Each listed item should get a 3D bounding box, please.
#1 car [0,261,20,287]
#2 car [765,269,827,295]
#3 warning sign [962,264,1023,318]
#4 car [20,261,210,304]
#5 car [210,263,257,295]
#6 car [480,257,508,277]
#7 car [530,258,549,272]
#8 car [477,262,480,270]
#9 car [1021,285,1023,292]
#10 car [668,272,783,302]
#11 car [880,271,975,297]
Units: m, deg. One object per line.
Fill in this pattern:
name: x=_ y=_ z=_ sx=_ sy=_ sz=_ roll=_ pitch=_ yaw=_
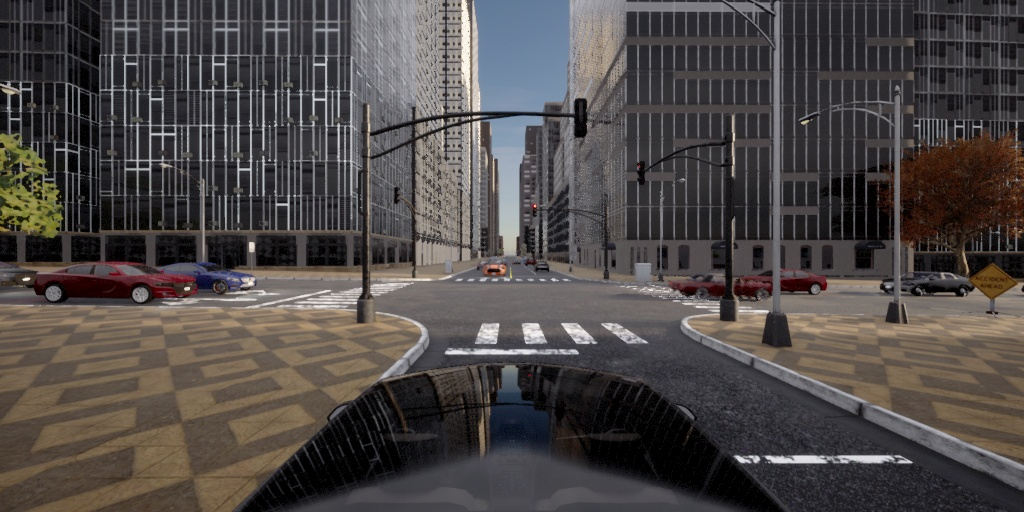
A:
car: x=-24.912 y=0.882 z=16.833 sx=4.181 sy=1.385 sz=1.994 roll=1 pitch=0 yaw=-3
car: x=16.706 y=1.554 z=22.317 sx=5.008 sy=1.535 sz=1.882 roll=1 pitch=0 yaw=-3
warning sign: x=17.251 y=1.204 z=12.883 sx=1.060 sy=1.860 sz=1.300 roll=0 pitch=0 yaw=-3
car: x=-15.295 y=0.973 z=14.044 sx=5.008 sy=1.535 sz=1.882 roll=1 pitch=0 yaw=-2
car: x=-14.986 y=1.026 z=17.316 sx=4.674 sy=1.442 sz=1.812 roll=1 pitch=0 yaw=-1
car: x=-1.642 y=1.119 z=35.960 sx=2.097 sy=1.767 sz=4.553 roll=0 pitch=0 yaw=2
car: x=3.818 y=1.328 z=46.652 sx=1.948 sy=1.339 sz=4.313 roll=0 pitch=0 yaw=0
car: x=-4.149 y=1.342 z=52.125 sx=1.802 sy=1.307 sz=4.207 roll=0 pitch=0 yaw=0
car: x=36.267 y=1.932 z=23.264 sx=4.892 sy=1.490 sz=1.837 roll=1 pitch=0 yaw=-3
car: x=10.757 y=1.571 z=18.478 sx=4.718 sy=1.301 sz=1.895 roll=1 pitch=0 yaw=2
car: x=26.276 y=1.739 z=22.785 sx=4.902 sy=1.511 sz=2.128 roll=1 pitch=0 yaw=-3
